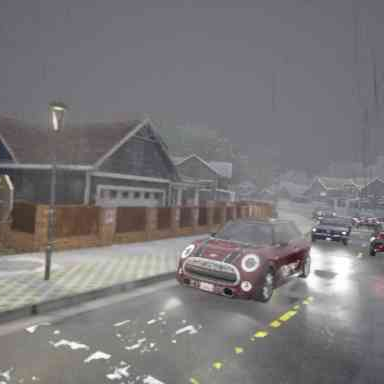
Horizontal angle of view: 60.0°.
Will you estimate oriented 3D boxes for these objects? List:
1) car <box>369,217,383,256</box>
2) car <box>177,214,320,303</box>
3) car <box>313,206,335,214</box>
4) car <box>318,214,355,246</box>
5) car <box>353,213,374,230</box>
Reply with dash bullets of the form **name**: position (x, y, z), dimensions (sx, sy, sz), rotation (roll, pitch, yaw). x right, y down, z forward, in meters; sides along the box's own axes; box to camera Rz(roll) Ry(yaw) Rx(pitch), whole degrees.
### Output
- **car**: position (9.395, 2.196, 15.505), dimensions (1.837, 1.490, 4.892), rotation (5, 0, 29)
- **car**: position (1.609, 1.490, 8.833), dimensions (2.097, 1.767, 4.553), rotation (4, 0, 34)
- **car**: position (15.565, 2.504, 39.162), dimensions (2.097, 1.767, 4.553), rotation (4, 0, 13)
- **car**: position (8.131, 2.206, 19.290), dimensions (1.895, 1.301, 4.718), rotation (4, 0, 27)
- **car**: position (16.522, 2.743, 31.985), dimensions (2.033, 1.411, 5.357), rotation (4, 0, 17)
